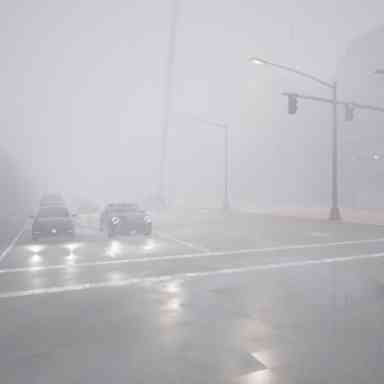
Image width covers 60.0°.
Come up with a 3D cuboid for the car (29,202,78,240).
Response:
[{"bbox_3d":[-7.112,1.503,17.093,1.837,1.490,4.892,0,0,-23],"label":"car"}]

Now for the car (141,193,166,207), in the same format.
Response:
[{"bbox_3d":[-5.544,1.215,49.537,2.150,2.045,5.566,0,0,-23],"label":"car"}]

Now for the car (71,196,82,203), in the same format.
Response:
[{"bbox_3d":[-17.398,1.174,50.468,1.812,1.442,4.674,0,0,-23],"label":"car"}]

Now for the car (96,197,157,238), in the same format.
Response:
[{"bbox_3d":[-3.668,1.350,17.939,2.097,1.767,4.553,0,0,-23],"label":"car"}]

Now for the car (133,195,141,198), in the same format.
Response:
[{"bbox_3d":[-9.684,1.345,59.155,2.097,1.767,4.553,0,0,-23],"label":"car"}]

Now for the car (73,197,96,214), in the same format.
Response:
[{"bbox_3d":[-11.276,1.544,35.831,2.033,1.411,5.357,0,0,-23],"label":"car"}]

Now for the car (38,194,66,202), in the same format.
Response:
[{"bbox_3d":[-13.240,1.210,31.500,2.150,2.045,5.566,0,1,-23],"label":"car"}]
